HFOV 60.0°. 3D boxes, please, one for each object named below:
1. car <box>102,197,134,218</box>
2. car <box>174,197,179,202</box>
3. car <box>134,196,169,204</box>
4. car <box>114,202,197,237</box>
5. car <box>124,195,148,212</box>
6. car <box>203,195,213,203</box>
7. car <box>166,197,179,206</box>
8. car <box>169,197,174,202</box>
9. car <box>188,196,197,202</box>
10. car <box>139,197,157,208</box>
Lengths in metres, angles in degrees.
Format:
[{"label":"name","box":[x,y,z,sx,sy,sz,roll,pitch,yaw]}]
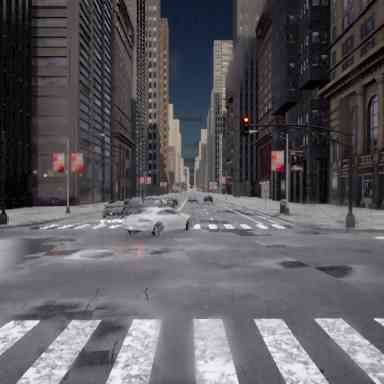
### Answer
[{"label":"car","box":[-6.599,1.487,29.576,1.837,1.490,4.892,0,0,0]},{"label":"car","box":[-3.337,1.530,46.482,1.994,1.385,4.181,0,0,0]},{"label":"car","box":[-3.289,1.336,27.675,2.097,1.767,4.553,0,0,-2]},{"label":"car","box":[-1.756,1.506,18.110,1.812,1.442,4.674,0,0,32]},{"label":"car","box":[-6.595,1.325,39.730,2.097,1.767,4.553,0,0,0]},{"label":"car","box":[3.353,1.424,69.902,1.837,1.490,4.892,0,0,0]},{"label":"car","box":[-3.311,1.551,56.499,1.895,1.301,4.718,0,0,0]},{"label":"car","box":[-3.350,1.502,36.459,1.812,1.442,4.674,0,0,0]},{"label":"car","box":[0.103,1.467,69.814,2.033,1.411,5.357,0,0,0]},{"label":"car","box":[-6.586,1.509,50.027,2.033,1.411,5.357,0,0,0]}]
